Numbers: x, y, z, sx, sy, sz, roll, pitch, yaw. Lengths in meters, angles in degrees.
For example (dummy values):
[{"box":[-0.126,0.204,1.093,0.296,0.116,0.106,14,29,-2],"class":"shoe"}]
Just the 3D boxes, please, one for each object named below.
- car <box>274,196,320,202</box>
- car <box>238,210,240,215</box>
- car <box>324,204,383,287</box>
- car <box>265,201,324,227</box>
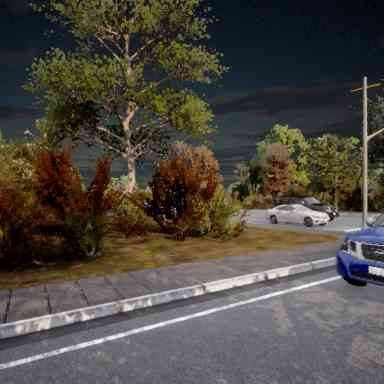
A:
[{"box":[9.049,1.316,27.235,2.150,2.045,5.566,0,-1,-37],"class":"car"},{"box":[2.819,1.589,34.508,2.097,1.767,4.553,0,-1,-42],"class":"car"},{"box":[5.911,1.223,8.189,5.566,2.045,2.150,0,0,-35],"class":"car"},{"box":[7.365,1.600,23.641,1.812,1.442,4.674,0,-1,-38],"class":"car"}]
